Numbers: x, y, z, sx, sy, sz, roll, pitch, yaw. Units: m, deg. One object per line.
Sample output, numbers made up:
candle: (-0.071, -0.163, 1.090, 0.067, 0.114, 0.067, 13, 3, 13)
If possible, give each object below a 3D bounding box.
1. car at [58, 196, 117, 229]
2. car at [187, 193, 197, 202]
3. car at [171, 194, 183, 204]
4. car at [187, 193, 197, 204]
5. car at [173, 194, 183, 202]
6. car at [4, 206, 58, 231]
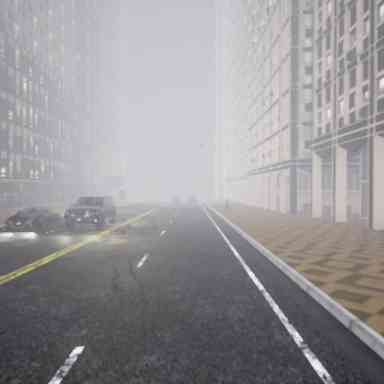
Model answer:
car: (-6.511, 1.256, 22.003, 2.150, 2.045, 5.566, 0, -1, 1)
car: (0.038, 1.214, 76.702, 2.150, 2.045, 5.566, 0, 0, 0)
car: (-3.217, 1.619, 66.253, 2.033, 1.411, 5.357, 0, 0, 0)
car: (0.033, 1.550, 66.250, 1.882, 1.535, 5.008, 0, 0, 0)
car: (-3.212, 1.343, 76.643, 2.097, 1.767, 4.553, 0, 0, 0)
car: (-9.773, 1.594, 20.775, 1.994, 1.385, 4.181, 0, 0, 1)
